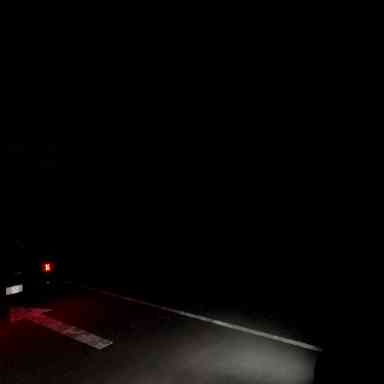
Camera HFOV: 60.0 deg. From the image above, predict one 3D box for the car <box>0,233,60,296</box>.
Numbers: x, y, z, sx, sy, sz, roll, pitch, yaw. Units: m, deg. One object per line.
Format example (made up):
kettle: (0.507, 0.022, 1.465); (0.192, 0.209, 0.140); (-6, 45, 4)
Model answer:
car: (-5.231, 1.601, 7.732); (4.718, 1.301, 1.895); (0, 0, 36)

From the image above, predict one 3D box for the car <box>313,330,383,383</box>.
car: (3.061, 1.526, 1.733); (4.674, 1.442, 1.812); (0, 0, 36)
